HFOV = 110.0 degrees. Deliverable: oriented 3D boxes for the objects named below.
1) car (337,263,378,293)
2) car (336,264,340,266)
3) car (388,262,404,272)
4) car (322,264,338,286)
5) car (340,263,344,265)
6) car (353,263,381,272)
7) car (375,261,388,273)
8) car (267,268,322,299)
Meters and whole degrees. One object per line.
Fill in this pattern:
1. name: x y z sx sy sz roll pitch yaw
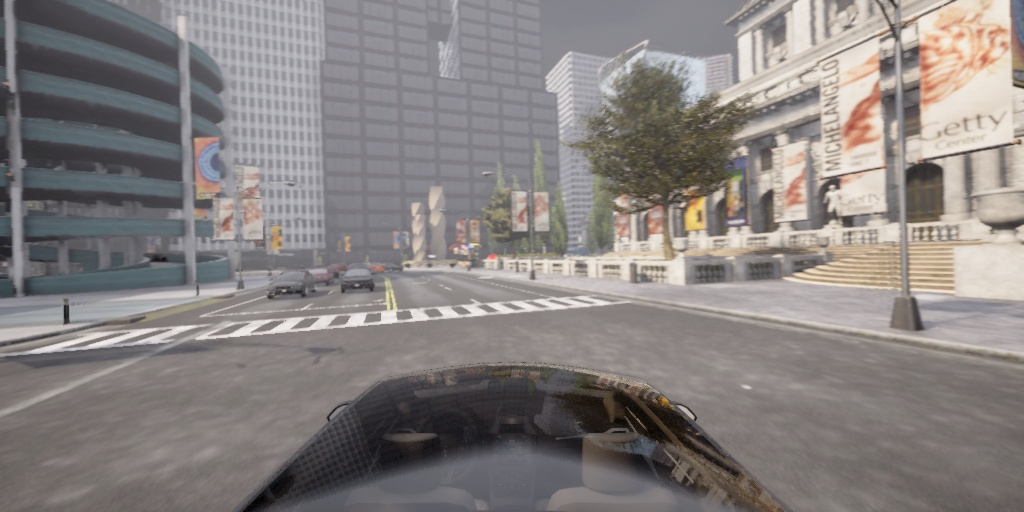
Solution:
1. car: -10.103 1.494 23.759 1.882 1.535 5.008 -2 0 -20
2. car: -19.900 1.888 39.118 1.895 1.301 4.718 -2 0 -30
3. car: -18.493 1.717 54.950 4.892 1.490 1.837 -2 0 42
4. car: -16.083 1.714 30.012 1.812 1.442 4.674 -2 0 -20
5. car: -28.368 1.987 58.244 5.008 1.535 1.882 -2 0 31
6. car: -13.441 1.648 32.997 2.033 1.411 5.357 -2 0 -20
7. car: -20.324 1.627 51.847 2.097 1.767 4.553 -2 0 -44
8. car: -12.960 1.615 21.360 1.837 1.490 4.892 -2 0 -20
